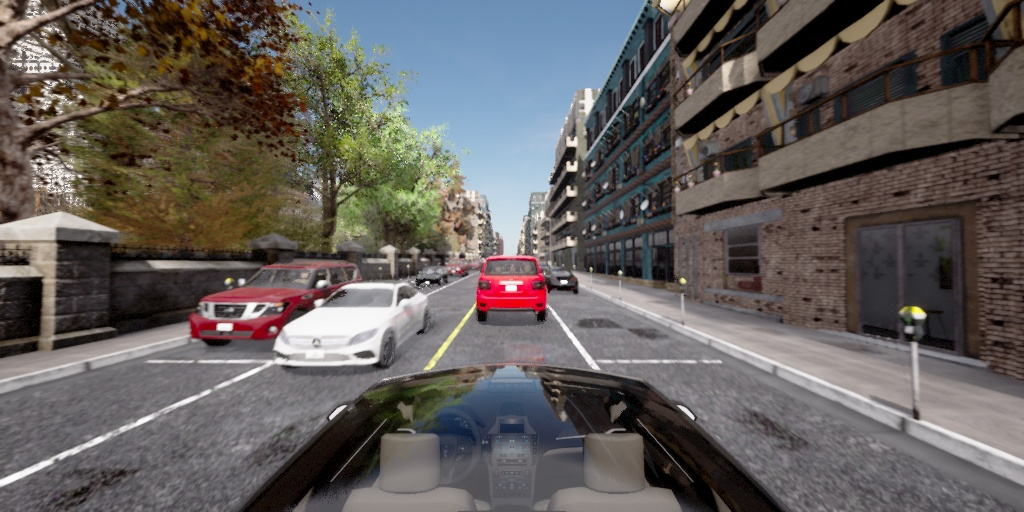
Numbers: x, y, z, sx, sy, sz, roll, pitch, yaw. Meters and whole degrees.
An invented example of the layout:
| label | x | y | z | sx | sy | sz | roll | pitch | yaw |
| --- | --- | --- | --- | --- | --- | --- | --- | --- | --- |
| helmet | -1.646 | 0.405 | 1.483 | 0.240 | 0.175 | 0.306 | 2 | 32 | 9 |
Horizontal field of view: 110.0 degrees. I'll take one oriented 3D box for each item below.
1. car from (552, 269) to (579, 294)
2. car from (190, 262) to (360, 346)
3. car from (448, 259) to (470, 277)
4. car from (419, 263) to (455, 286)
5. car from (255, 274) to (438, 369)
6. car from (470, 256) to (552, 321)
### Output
| label | x | y | z | sx | sy | sz | roll | pitch | yaw |
| --- | --- | --- | --- | --- | --- | --- | --- | --- | --- |
| car | 2.690 | 1.385 | 20.650 | 1.948 | 1.339 | 4.313 | 0 | 0 | 0 |
| car | -5.689 | 1.094 | 9.603 | 2.192 | 1.841 | 5.009 | 0 | 0 | 0 |
| car | -5.691 | 1.195 | 37.221 | 2.192 | 1.841 | 5.009 | 0 | 0 | 0 |
| car | -5.691 | 1.406 | 26.173 | 1.948 | 1.339 | 4.313 | 0 | 0 | 0 |
| car | -3.100 | 1.299 | 7.986 | 1.812 | 1.442 | 4.674 | 0 | 0 | 0 |
| car | 0.009 | 1.012 | 12.780 | 2.150 | 2.045 | 5.566 | 0 | 0 | 1 |
